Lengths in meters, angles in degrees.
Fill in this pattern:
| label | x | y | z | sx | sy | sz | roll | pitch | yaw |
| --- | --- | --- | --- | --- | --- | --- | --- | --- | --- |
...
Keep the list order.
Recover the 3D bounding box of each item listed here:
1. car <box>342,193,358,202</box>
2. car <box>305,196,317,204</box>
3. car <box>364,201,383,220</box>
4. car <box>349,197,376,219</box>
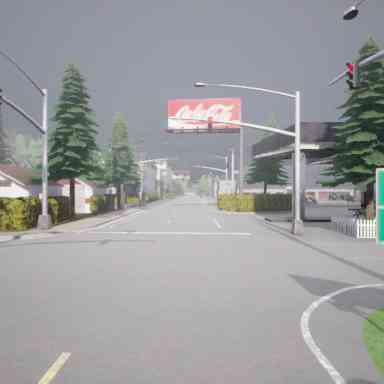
| label | x | y | z | sx | sy | sz | roll | pitch | yaw |
| --- | --- | --- | --- | --- | --- | --- | --- | --- | --- |
| car | 34.946 | 1.489 | 71.820 | 2.007 | 1.523 | 4.514 | 0 | 0 | 0 |
| car | 22.538 | 1.552 | 64.035 | 1.970 | 1.475 | 3.806 | 0 | 0 | 0 |
| car | 18.712 | 1.672 | 30.641 | 4.611 | 1.667 | 2.242 | 0 | 0 | 0 |
| car | 14.383 | 1.504 | 24.973 | 3.866 | 1.878 | 1.905 | 0 | 0 | 0 |
